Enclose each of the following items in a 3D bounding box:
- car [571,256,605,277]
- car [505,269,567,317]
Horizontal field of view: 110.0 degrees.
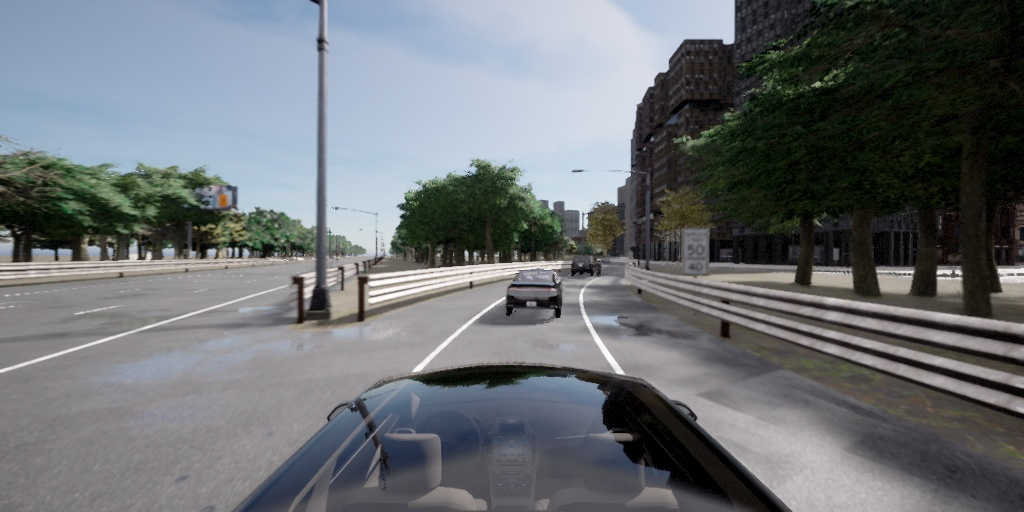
[{"bbox_3d":[7.453,0.990,35.776,2.150,2.045,5.566,0,0,24],"label":"car"},{"bbox_3d":[0.955,1.238,13.277,2.128,1.511,4.902,0,0,9],"label":"car"}]
